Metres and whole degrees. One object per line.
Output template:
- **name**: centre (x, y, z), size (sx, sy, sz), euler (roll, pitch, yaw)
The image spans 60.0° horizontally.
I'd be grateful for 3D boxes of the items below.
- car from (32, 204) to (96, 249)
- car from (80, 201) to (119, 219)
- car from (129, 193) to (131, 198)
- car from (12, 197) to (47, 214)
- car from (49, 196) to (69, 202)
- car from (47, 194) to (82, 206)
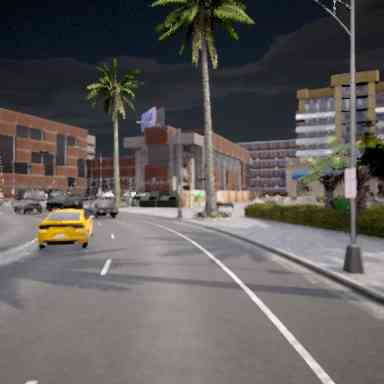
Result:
- **car**: centre (-5.559, 1.519, 15.040), size (1.882, 1.535, 5.008), euler (0, 0, -13)
- **car**: centre (-8.367, 1.675, 30.331), size (1.895, 1.301, 4.718), euler (0, 0, -33)
- **car**: centre (-13.717, 1.580, 74.195), size (4.674, 1.452, 2.002), euler (0, 0, 22)
- **car**: centre (-18.170, 1.620, 36.559), size (4.892, 1.490, 1.837), euler (0, 0, 44)
- **car**: centre (-30.711, 1.623, 76.989), size (4.193, 1.474, 1.816), euler (0, 0, 22)
- **car**: centre (-14.836, 1.331, 38.760), size (5.566, 2.045, 2.150), euler (0, 0, 42)
